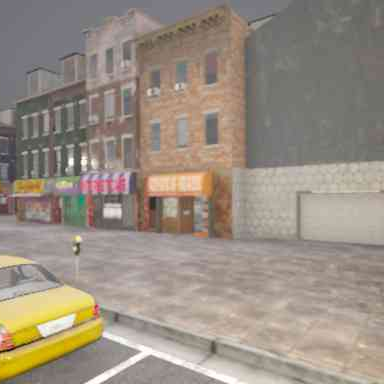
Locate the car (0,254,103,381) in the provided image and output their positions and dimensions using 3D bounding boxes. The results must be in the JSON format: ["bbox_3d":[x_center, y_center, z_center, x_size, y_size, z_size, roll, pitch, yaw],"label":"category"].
[{"bbox_3d":[-3.486,1.578,5.318,4.829,1.417,1.752,-1,-1,36],"label":"car"}]
